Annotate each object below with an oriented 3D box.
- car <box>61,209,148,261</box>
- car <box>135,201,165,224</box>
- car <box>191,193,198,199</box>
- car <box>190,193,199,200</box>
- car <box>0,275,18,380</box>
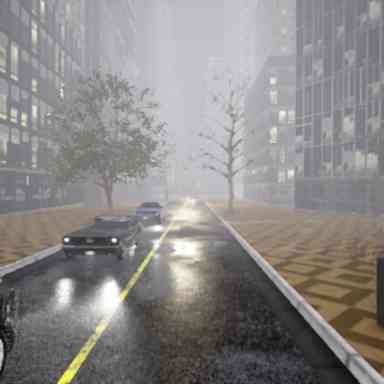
[{"bbox_3d":[-3.030,1.518,12.173,1.895,1.301,4.718,0,0,1],"label":"car"},{"bbox_3d":[-2.940,1.385,23.488,1.812,1.442,4.674,0,0,0],"label":"car"},{"bbox_3d":[0.614,1.019,91.366,1.812,1.442,4.674,0,0,0],"label":"car"},{"bbox_3d":[0.546,0.982,81.306,2.097,1.767,4.553,0,0,0],"label":"car"},{"bbox_3d":[-3.099,1.477,2.238,1.837,1.490,4.892,0,0,0],"label":"car"}]
